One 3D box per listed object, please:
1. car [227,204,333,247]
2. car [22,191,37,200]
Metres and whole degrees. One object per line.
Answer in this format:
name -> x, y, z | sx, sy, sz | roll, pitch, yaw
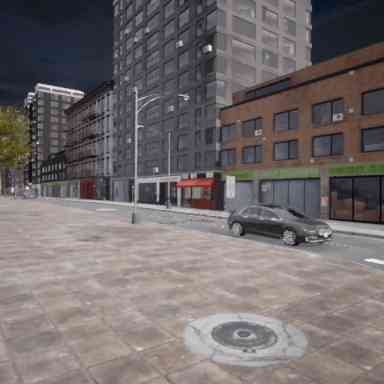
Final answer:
car -> 3.572, 1.327, 14.334 | 1.837, 1.490, 4.892 | 1, 1, -36
car -> -29.158, 0.653, 59.636 | 2.128, 1.511, 4.902 | 1, 0, -36
